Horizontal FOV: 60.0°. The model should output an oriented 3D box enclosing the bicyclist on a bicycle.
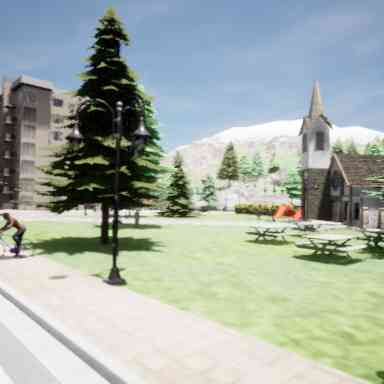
[{"bbox_3d":[-6.209,1.509,11.381,1.656,1.620,0.582,3,-2,-43],"label":"bicyclist on a bicycle"}]
